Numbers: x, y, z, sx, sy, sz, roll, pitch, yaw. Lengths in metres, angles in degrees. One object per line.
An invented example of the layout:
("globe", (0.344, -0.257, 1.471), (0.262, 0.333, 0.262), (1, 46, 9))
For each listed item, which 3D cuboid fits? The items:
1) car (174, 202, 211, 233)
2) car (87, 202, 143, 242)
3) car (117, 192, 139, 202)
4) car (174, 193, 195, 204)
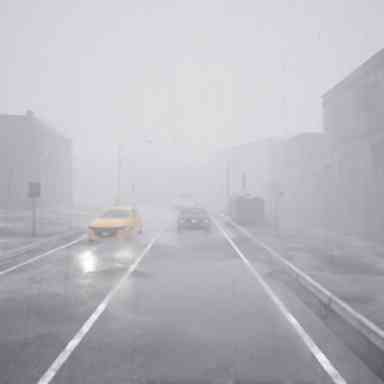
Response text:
("car", (0.095, 1.524, 19.352), (2.033, 1.411, 5.357), (0, 0, 0))
("car", (-3.612, 1.458, 16.338), (1.882, 1.535, 5.008), (0, 0, 0))
("car", (-11.249, 1.098, 57.845), (2.150, 2.045, 5.566), (1, 0, -34))
("car", (-0.989, 1.176, 41.372), (2.150, 2.045, 5.566), (0, 0, -9))
